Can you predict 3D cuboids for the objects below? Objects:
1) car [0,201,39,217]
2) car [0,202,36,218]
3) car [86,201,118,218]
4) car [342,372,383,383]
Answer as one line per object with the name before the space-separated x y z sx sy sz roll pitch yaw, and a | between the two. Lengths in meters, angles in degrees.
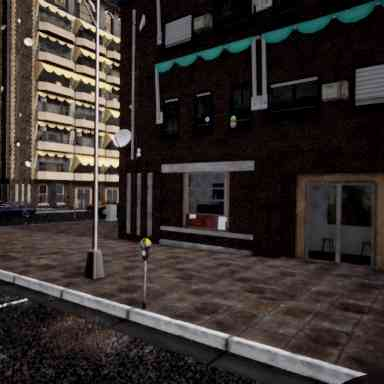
car | -17.466 1.621 32.144 2.008 1.369 4.403 1 0 36
car | -16.397 1.700 29.209 1.895 1.301 4.718 1 0 36
car | -7.443 1.822 31.616 1.947 1.339 4.313 1 0 36
car | 2.655 1.552 1.120 4.403 1.369 2.008 0 1 36
